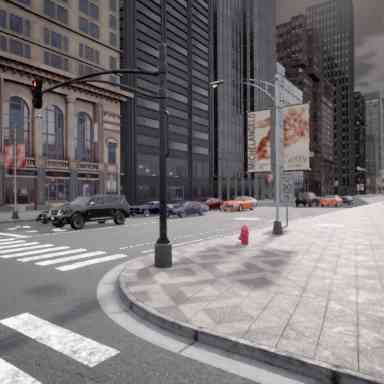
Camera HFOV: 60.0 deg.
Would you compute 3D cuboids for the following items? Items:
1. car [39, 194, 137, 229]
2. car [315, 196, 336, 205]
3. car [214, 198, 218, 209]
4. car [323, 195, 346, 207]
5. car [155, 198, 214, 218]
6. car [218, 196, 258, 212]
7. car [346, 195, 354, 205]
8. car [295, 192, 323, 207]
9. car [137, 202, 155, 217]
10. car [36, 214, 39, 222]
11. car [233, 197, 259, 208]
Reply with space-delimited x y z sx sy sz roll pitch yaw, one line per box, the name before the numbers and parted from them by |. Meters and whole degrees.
car | -6.503 1.185 21.587 2.150 2.045 5.566 -1 0 35
car | 22.869 1.396 56.918 2.033 1.411 5.357 -1 0 35
car | 1.929 1.417 39.028 1.882 1.535 5.008 -1 0 36
car | 19.914 1.187 47.162 2.097 1.767 4.553 -1 0 36
car | -0.558 1.484 29.938 2.033 1.411 5.357 -1 0 35
car | 5.359 1.264 38.211 2.097 1.767 4.553 -1 0 36
car | 25.299 1.330 54.727 1.837 1.490 4.892 -1 0 35
car | 16.776 1.081 48.362 2.150 2.045 5.566 -1 0 36
car | -3.786 1.564 31.008 1.895 1.301 4.718 -1 0 35
car | -8.859 1.549 23.876 1.994 1.385 4.181 -1 0 35
car | 7.700 1.444 47.075 1.812 1.442 4.674 -1 0 36
